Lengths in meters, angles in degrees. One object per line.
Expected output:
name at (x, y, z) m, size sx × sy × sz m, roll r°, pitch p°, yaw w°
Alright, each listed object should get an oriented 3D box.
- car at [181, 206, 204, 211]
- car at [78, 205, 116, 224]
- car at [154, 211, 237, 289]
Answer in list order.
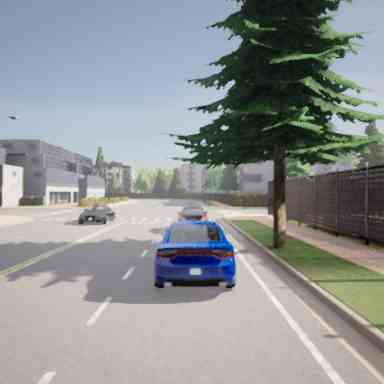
car at (0.044, 1.592, 20.323) m, size 1.812 × 1.442 × 4.674 m, roll 0°, pitch 0°, yaw 0°
car at (-7.062, 1.690, 25.076) m, size 1.994 × 1.385 × 4.181 m, roll 0°, pitch 0°, yaw 0°
car at (0.066, 1.508, 9.337) m, size 1.882 × 1.535 × 5.008 m, roll 0°, pitch 0°, yaw 0°
